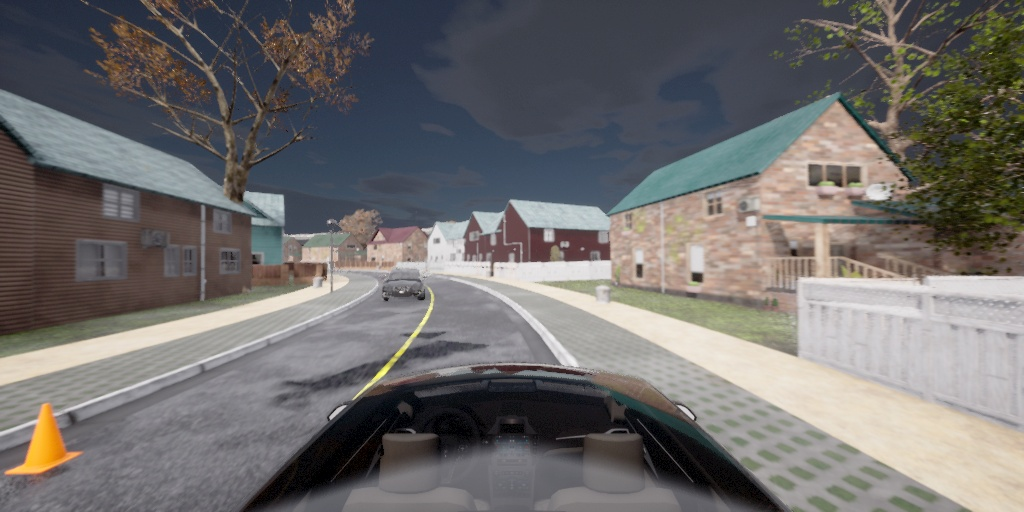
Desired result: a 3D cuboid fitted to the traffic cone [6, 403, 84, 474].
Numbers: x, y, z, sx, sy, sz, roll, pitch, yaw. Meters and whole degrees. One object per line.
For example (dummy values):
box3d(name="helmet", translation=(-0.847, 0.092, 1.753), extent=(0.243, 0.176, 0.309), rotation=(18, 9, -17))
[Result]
box3d(name="traffic cone", translation=(-4.601, 1.755, 3.545), extent=(0.340, 0.580, 0.340), rotation=(0, 0, -2))

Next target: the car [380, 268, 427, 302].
box3d(name="car", translation=(-5.414, 1.362, 18.173), extent=(1.837, 1.490, 4.892), rotation=(0, 0, -13))
